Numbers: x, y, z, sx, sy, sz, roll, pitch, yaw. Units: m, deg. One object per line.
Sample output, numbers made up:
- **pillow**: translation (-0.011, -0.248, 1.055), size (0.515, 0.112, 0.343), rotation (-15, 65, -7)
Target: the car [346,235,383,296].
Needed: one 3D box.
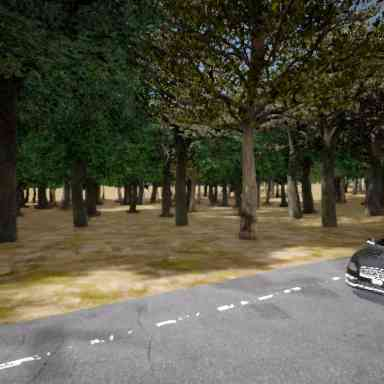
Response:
- **car**: translation (5.603, 1.487, 7.837), size (4.892, 1.490, 1.837), rotation (0, 0, -34)
